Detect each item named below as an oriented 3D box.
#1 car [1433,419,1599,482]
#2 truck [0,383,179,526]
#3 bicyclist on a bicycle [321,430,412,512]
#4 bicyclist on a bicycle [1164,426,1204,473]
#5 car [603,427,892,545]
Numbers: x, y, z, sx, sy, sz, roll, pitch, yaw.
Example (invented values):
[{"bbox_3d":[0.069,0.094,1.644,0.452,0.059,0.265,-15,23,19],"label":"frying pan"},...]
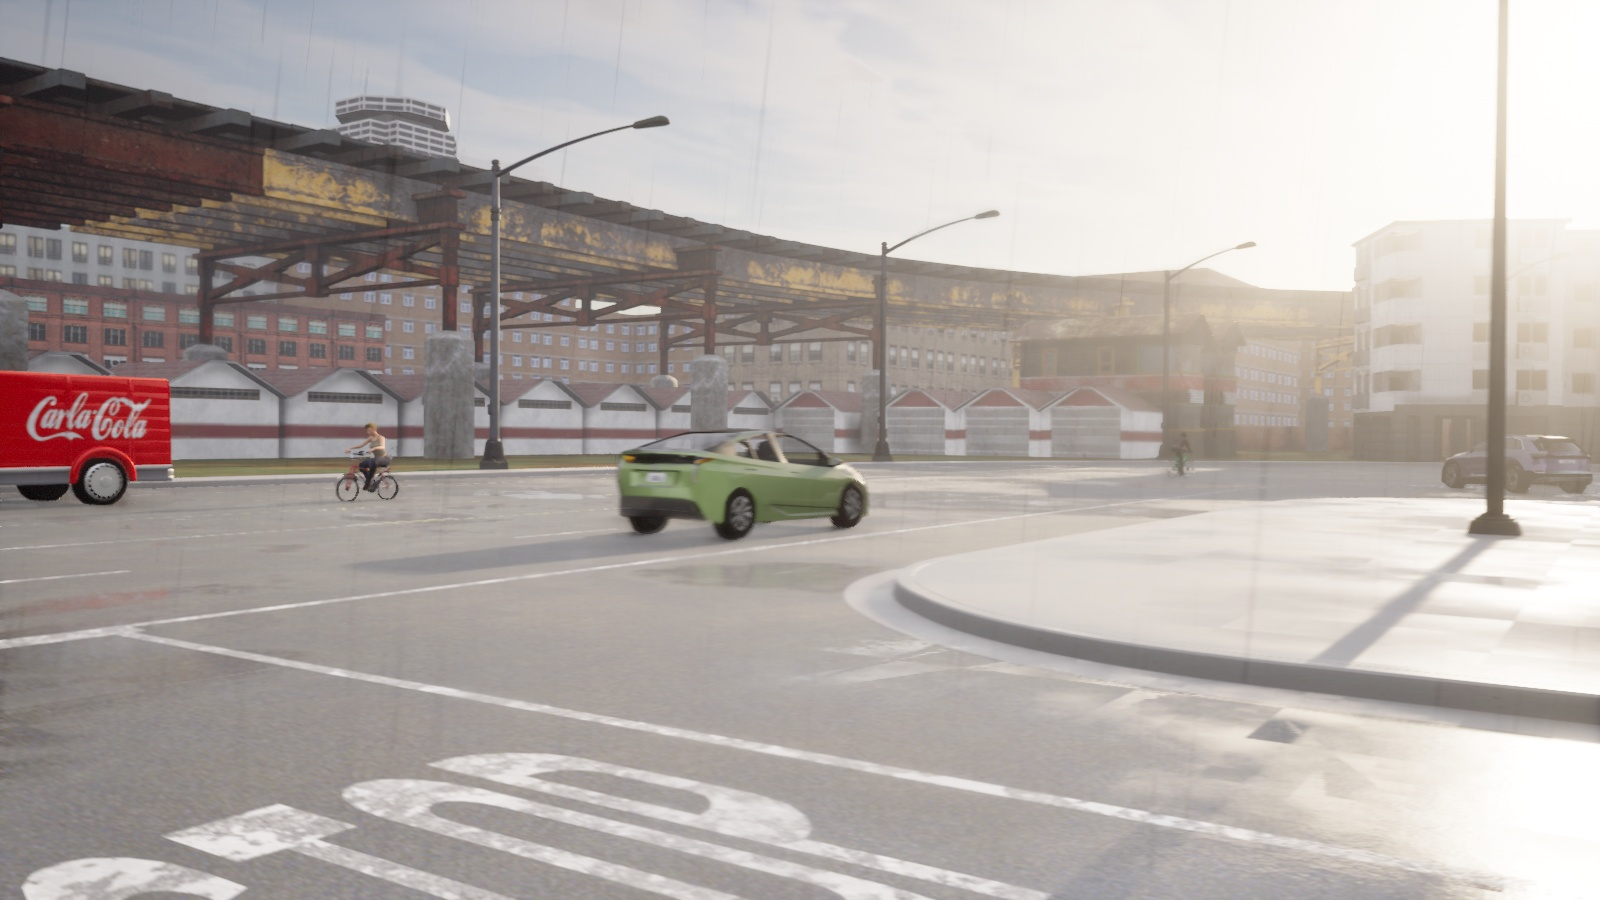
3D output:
[{"bbox_3d":[20.306,-0.010,35.608,2.033,1.649,4.856,-1,0,-3],"label":"car"},{"bbox_3d":[-14.616,0.064,22.946,2.627,2.467,5.204,0,1,34],"label":"truck"},{"bbox_3d":[-8.750,0.400,25.403,0.866,1.612,1.509,0,1,34],"label":"bicyclist on a bicycle"},{"bbox_3d":[13.422,-0.036,43.861,1.656,1.620,0.582,-1,1,-43],"label":"bicyclist on a bicycle"},{"bbox_3d":[-0.625,0.428,18.731,2.007,1.525,4.514,0,1,34],"label":"car"}]
